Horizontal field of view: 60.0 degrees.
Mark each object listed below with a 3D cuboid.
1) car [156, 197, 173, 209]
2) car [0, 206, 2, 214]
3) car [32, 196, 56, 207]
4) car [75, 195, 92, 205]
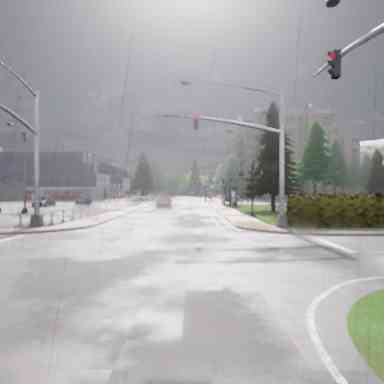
[{"bbox_3d":[-3.572,1.415,43.275,1.882,1.535,5.008,0,0,0],"label":"car"},{"bbox_3d":[-17.692,1.300,27.437,2.007,1.523,4.514,0,0,0],"label":"car"},{"bbox_3d":[-20.492,1.318,46.080,1.970,1.475,3.806,0,0,0],"label":"car"},{"bbox_3d":[-17.436,1.297,53.470,1.845,1.501,3.633,0,0,0],"label":"car"}]
